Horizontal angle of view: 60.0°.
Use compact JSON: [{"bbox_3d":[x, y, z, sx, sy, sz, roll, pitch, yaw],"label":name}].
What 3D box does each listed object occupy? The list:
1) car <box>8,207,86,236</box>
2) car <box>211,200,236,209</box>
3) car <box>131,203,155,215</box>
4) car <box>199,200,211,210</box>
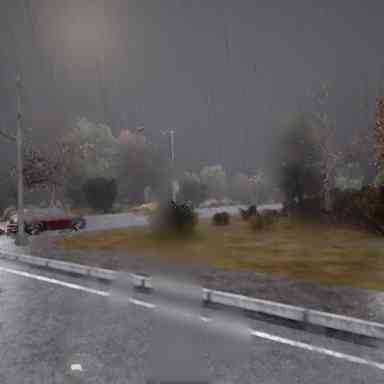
[{"bbox_3d":[-9.068,1.699,21.213,2.097,1.767,4.553,-3,-1,34],"label":"car"},{"bbox_3d":[6.011,1.958,57.830,2.033,1.411,5.357,-2,-2,32],"label":"car"},{"bbox_3d":[-6.123,2.258,45.207,1.882,1.535,5.008,-2,-2,32],"label":"car"},{"bbox_3d":[3.066,2.165,59.712,2.097,1.767,4.553,-2,-2,32],"label":"car"}]
